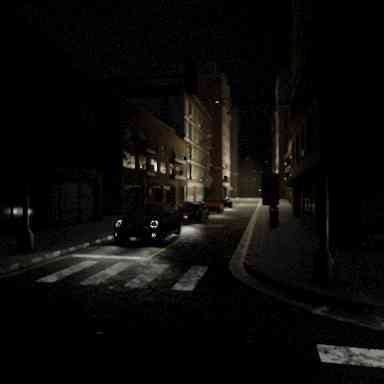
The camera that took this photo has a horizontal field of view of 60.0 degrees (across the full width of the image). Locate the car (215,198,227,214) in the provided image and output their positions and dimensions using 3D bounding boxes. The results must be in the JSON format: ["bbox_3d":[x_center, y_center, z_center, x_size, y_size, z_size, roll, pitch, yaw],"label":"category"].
[{"bbox_3d":[2.205,1.418,34.876,1.882,1.535,5.008,0,0,12],"label":"car"}]

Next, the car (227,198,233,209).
[{"bbox_3d":[4.366,1.480,44.575,1.994,1.385,4.181,0,0,13],"label":"car"}]

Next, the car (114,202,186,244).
[{"bbox_3d":[-1.952,1.331,15.796,2.097,1.767,4.553,0,0,12],"label":"car"}]

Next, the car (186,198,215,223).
[{"bbox_3d":[0.095,1.453,25.259,2.128,1.511,4.902,0,0,12],"label":"car"}]
